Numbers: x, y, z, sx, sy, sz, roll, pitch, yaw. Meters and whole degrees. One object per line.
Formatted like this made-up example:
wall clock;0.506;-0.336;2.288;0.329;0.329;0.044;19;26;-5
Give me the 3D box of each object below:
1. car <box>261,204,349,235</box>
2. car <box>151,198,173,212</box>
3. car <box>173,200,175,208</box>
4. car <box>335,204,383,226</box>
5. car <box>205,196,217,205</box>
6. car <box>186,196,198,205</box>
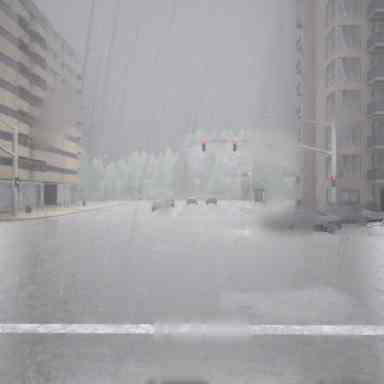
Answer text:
car;6.001;1.564;18.434;4.181;1.385;1.994;0;0;1
car;-3.576;1.526;38.866;1.812;1.442;4.674;0;0;0
car;-3.574;1.564;48.948;1.994;1.385;4.181;0;0;0
car;9.989;1.547;22.859;5.357;1.411;2.033;0;0;13
car;3.488;1.505;60.174;1.837;1.490;4.892;0;0;0
car;-0.012;1.526;60.173;1.812;1.442;4.674;0;0;0
